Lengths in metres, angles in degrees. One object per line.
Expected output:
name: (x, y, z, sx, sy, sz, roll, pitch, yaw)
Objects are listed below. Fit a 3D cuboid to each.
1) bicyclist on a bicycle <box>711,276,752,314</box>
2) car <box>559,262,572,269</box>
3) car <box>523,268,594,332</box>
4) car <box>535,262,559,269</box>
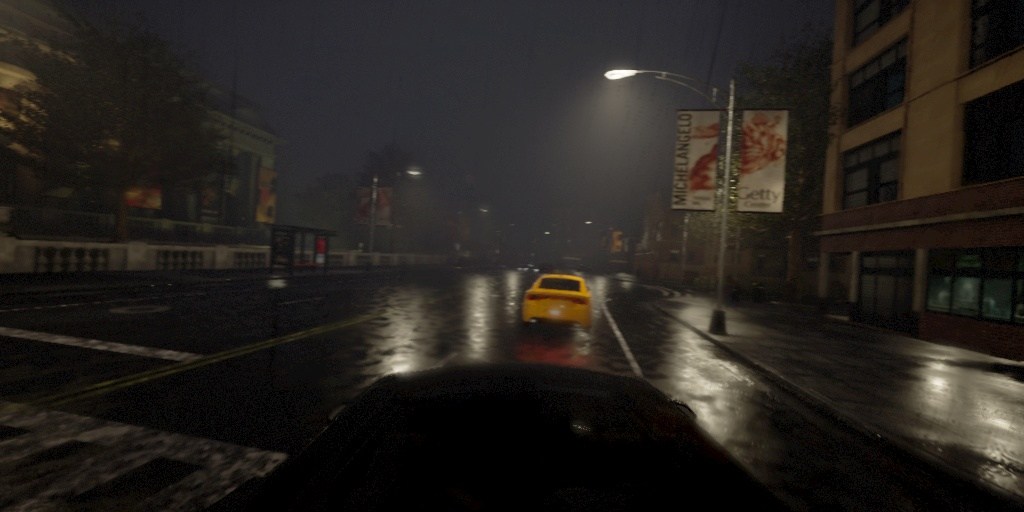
bicyclist on a bicycle: (9.656, 1.706, 15.713, 1.656, 1.620, 0.582, 5, 0, 11)
car: (8.738, 1.945, 63.249, 1.837, 1.490, 4.892, 3, 0, 19)
car: (1.619, 1.351, 11.721, 1.882, 1.535, 5.008, 4, 0, 11)
car: (4.458, 1.602, 45.092, 1.882, 1.535, 5.008, 4, 0, 11)
